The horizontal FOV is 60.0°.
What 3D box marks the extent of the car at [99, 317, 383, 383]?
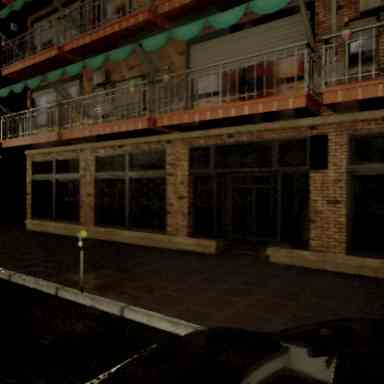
[{"bbox_3d":[1.172,1.566,2.031,4.313,1.339,1.947,0,1,35],"label":"car"}]
